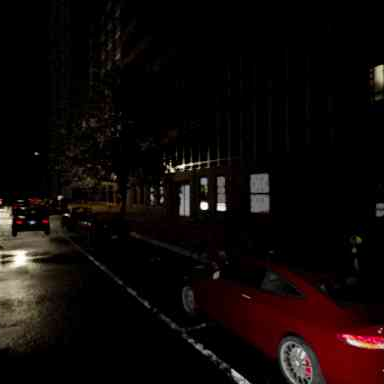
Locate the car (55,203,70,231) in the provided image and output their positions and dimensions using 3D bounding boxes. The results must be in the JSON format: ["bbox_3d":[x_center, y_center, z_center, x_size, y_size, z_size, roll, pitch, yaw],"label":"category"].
[{"bbox_3d":[-6.838,1.563,20.110,2.008,1.369,4.403,0,0,-28],"label":"car"}]

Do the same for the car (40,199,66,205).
[{"bbox_3d":[-12.267,1.463,30.118,1.967,1.590,4.097,0,0,-28],"label":"car"}]

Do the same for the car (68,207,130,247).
[{"bbox_3d":[-4.123,1.555,15.107,2.008,1.369,4.403,0,0,-28],"label":"car"}]

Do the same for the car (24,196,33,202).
[{"bbox_3d":[-39.411,1.600,80.152,1.947,1.339,4.313,0,0,-28],"label":"car"}]

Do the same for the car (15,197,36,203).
[{"bbox_3d":[-18.080,1.596,35.354,2.033,1.411,5.357,0,0,-28],"label":"car"}]

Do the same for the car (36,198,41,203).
[{"bbox_3d":[-14.982,1.468,35.121,1.967,1.590,4.097,0,0,-28],"label":"car"}]

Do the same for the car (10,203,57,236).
[{"bbox_3d":[-9.186,1.580,18.911,2.033,1.411,5.357,0,0,-28],"label":"car"}]

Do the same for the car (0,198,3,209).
[{"bbox_3d":[-27.601,1.432,46.444,2.097,1.767,4.553,0,0,-28],"label":"car"}]

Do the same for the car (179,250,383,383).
[{"bbox_3d":[1.306,1.564,5.100,1.802,1.307,4.206,0,0,-28],"label":"car"}]
